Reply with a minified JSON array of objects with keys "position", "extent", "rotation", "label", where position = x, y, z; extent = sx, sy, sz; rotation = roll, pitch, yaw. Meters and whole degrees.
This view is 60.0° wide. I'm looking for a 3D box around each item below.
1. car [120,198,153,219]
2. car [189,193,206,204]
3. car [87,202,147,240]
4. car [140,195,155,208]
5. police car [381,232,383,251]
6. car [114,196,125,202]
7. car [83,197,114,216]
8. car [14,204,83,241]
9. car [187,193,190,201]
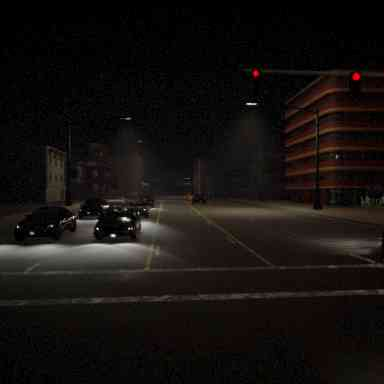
[{"position":[-4.478,1.410,27.355],"extent":[1.895,1.301,4.718],"rotation":[0,1,-5],"label":"car"},{"position":[1.015,1.010,48.153],"extent":[1.812,1.442,4.674],"rotation":[0,1,-4],"label":"car"},{"position":[-3.649,1.484,17.146],"extent":[2.033,1.411,5.357],"rotation":[0,1,-5],"label":"car"},{"position":[-5.517,1.109,40.386],"extent":[1.837,1.490,4.892],"rotation":[0,1,-5],"label":"car"},{"position":[7.530,1.416,9.502],"extent":[1.930,1.638,5.238],"rotation":[0,0,-4],"label":"police car"},{"position":[-9.032,1.204,40.433],"extent":[1.895,1.301,4.718],"rotation":[0,1,-4],"label":"car"},{"position":[-7.992,1.313,27.437],"extent":[1.837,1.490,4.892],"rotation":[0,1,-5],"label":"car"},{"position":[-7.100,1.471,16.628],"extent":[1.812,1.442,4.674],"rotation":[0,1,-5],"label":"car"},{"position":[0.155,0.828,58.073],"extent":[1.882,1.535,5.008],"rotation":[0,0,-5],"label":"car"}]
